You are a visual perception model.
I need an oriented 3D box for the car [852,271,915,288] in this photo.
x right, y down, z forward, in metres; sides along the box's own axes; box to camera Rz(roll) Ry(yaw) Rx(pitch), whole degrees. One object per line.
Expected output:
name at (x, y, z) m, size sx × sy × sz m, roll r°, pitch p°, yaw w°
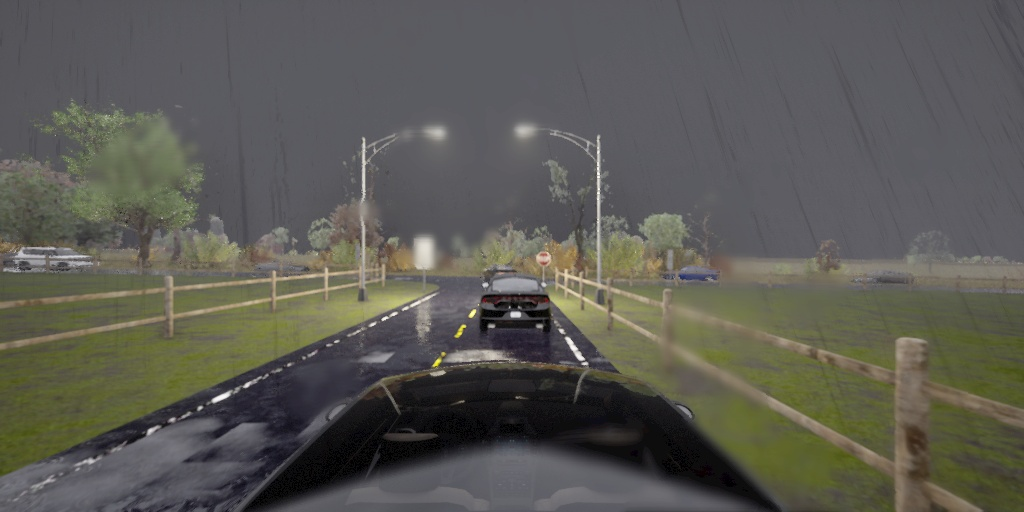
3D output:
car at (35.438, 2.160, 34.275) m, size 4.902 × 1.511 × 2.128 m, roll 1°, pitch 0°, yaw 0°

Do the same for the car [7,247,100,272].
car at (-39.549, 0.302, 31.254) m, size 5.566 × 2.045 × 2.150 m, roll 1°, pitch 0°, yaw 0°

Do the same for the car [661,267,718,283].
car at (16.882, 1.753, 34.262) m, size 5.008 × 1.535 × 1.882 m, roll 1°, pitch 0°, yaw 0°

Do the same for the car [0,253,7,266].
car at (-46.982, 0.403, 34.139) m, size 4.892 × 1.490 × 1.837 m, roll 1°, pitch 0°, yaw 0°

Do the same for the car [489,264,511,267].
car at (-0.963, 1.357, 26.311) m, size 2.128 × 1.511 × 4.902 m, roll 0°, pitch 0°, yaw -15°

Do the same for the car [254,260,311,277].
car at (-19.922, 1.072, 31.269) m, size 4.181 × 1.385 × 1.994 m, roll 1°, pitch 0°, yaw 0°

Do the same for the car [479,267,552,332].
car at (0.082, 1.270, 11.050) m, size 1.882 × 1.535 × 5.008 m, roll 0°, pitch 0°, yaw 0°
